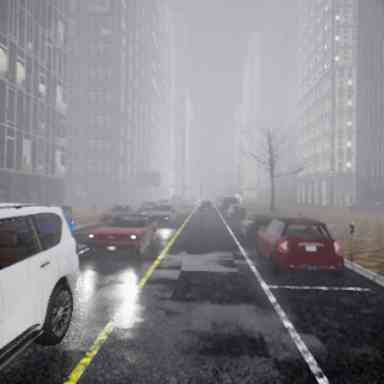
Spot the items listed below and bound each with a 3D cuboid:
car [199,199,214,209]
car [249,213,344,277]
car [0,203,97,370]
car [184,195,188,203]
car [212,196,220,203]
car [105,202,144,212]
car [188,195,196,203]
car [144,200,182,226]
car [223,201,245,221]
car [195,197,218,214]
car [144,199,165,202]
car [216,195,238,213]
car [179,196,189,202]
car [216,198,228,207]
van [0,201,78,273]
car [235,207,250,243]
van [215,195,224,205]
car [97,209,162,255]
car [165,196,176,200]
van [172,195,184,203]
[{"bbox_3d":[2.128,1.695,47.948,1.994,1.385,4.181,1,0,3],"label":"car"},{"bbox_3d":[3.207,1.511,10.662,1.967,1.590,4.097,1,0,3],"label":"car"},{"bbox_3d":[-3.033,1.183,3.456,2.150,2.045,5.566,1,0,3],"label":"car"},{"bbox_3d":[-2.528,1.679,73.573,1.947,1.339,4.313,1,0,3],"label":"car"},{"bbox_3d":[5.770,1.711,79.328,1.801,1.575,5.366,1,0,3],"label":"car"},{"bbox_3d":[-4.795,1.517,22.423,1.887,1.381,4.507,1,0,3],"label":"car"},{"bbox_3d":[0.219,1.640,74.929,2.033,1.411,5.357,1,0,3],"label":"car"},{"bbox_3d":[-2.133,1.563,23.734,2.033,1.411,5.357,1,0,3],"label":"car"},{"bbox_3d":[3.835,1.697,27.715,1.802,1.307,4.206,1,0,3],"label":"car"},{"bbox_3d":[1.655,1.627,37.133,1.812,1.442,4.674,1,0,3],"label":"car"},{"bbox_3d":[-4.285,1.569,33.787,1.947,1.339,4.313,1,0,3],"label":"car"},{"bbox_3d":[4.343,1.461,39.082,2.192,1.841,5.009,1,0,3],"label":"car"},{"bbox_3d":[-2.025,1.697,84.940,2.008,1.369,4.403,1,0,3],"label":"car"},{"bbox_3d":[5.099,1.719,56.302,1.752,1.417,4.829,1,0,3],"label":"car"},{"bbox_3d":[-5.404,1.281,11.062,1.690,1.788,3.998,1,0,3],"label":"van"},{"bbox_3d":[3.399,1.651,16.347,1.947,1.339,4.313,1,0,3],"label":"car"},{"bbox_3d":[5.598,1.566,67.499,1.690,1.788,3.998,1,0,3],"label":"van"},{"bbox_3d":[-2.599,1.588,13.361,1.895,1.301,4.718,1,0,3],"label":"car"},{"bbox_3d":[-3.783,1.600,45.155,1.947,1.339,4.313,1,0,3],"label":"car"},{"bbox_3d":[-3.024,1.422,62.206,1.690,1.788,3.998,1,0,3],"label":"van"}]
